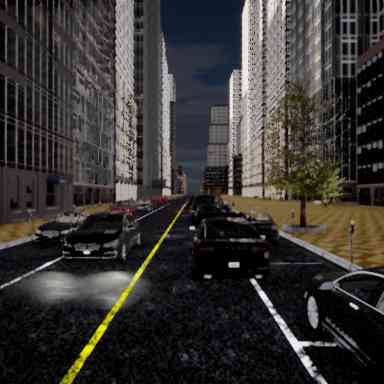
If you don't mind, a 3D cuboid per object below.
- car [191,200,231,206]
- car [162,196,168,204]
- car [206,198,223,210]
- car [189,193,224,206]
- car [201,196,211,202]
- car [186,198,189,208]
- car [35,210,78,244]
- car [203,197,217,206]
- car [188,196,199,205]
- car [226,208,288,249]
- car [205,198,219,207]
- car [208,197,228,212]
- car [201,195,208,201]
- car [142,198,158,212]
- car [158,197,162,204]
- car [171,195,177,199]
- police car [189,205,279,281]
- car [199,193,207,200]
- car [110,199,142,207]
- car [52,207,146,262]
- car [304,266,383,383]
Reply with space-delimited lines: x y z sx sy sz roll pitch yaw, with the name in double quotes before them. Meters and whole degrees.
"car" 0.998 1.484 19.879 1.837 1.490 4.892 0 0 0
"car" -5.377 1.486 60.877 1.887 1.381 4.507 0 0 0
"car" 2.917 1.500 43.745 1.887 1.381 4.507 0 0 0
"car" 1.029 1.198 25.909 2.150 2.045 5.566 0 0 0
"car" 3.062 1.500 72.189 1.947 1.339 4.313 0 0 0
"car" 0.259 1.458 46.839 1.837 1.490 4.892 0 0 1
"car" -5.609 1.534 15.364 2.008 1.369 4.403 0 0 0
"car" 2.975 1.496 55.123 2.008 1.369 4.403 0 0 0
"car" 0.289 1.449 57.121 1.837 1.490 4.892 0 0 0
"car" 2.772 1.534 15.301 2.008 1.369 4.403 0 0 0
"car" 2.945 1.532 49.434 1.802 1.307 4.206 0 0 0
"car" 2.888 1.401 38.055 1.967 1.590 4.097 0 0 0
"car" 3.121 1.452 83.737 1.752 1.417 4.829 0 0 0
"car" -5.493 1.512 38.121 2.008 1.369 4.403 0 0 0
"car" -5.464 1.500 43.809 1.887 1.381 4.507 0 0 0
"car" -5.203 1.471 95.011 2.008 1.369 4.403 0 0 0
"police car" 0.948 1.414 9.989 1.930 1.638 5.238 0 0 0
"car" 3.179 1.235 94.944 2.192 1.841 5.009 0 0 0
"car" -5.550 1.412 26.743 1.967 1.590 4.097 0 0 0
"car" -3.041 1.491 12.074 1.837 1.490 4.892 0 0 0
"car" 2.714 1.546 3.923 2.008 1.369 4.403 0 0 0
